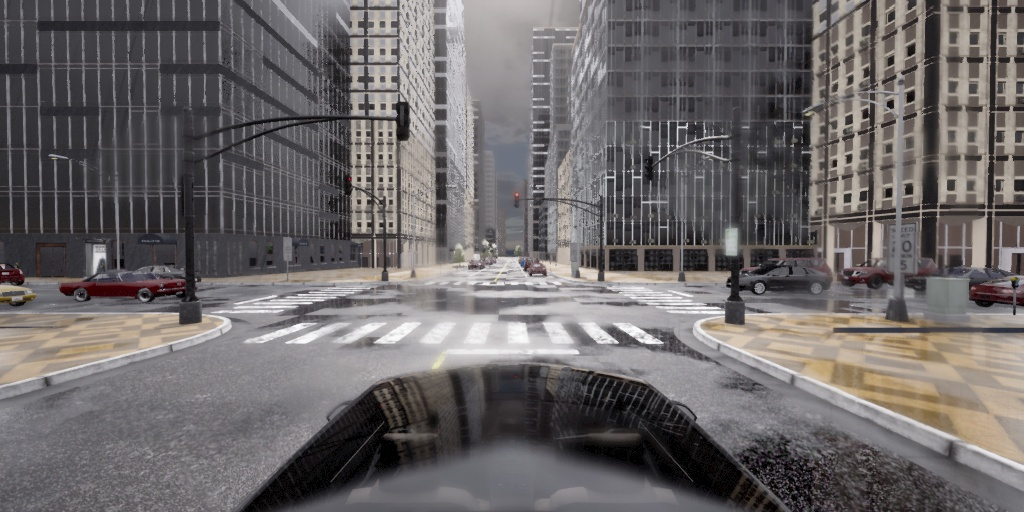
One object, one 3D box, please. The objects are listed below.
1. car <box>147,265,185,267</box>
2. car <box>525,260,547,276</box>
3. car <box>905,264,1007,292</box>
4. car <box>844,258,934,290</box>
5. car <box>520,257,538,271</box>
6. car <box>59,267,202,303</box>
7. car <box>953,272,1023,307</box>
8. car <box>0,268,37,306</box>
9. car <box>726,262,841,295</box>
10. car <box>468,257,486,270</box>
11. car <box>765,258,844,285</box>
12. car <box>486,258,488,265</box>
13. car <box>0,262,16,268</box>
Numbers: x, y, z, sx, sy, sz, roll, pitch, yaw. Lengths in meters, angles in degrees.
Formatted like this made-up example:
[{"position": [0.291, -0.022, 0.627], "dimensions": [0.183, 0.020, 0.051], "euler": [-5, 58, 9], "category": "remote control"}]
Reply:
[{"position": [-21.437, 1.204, 21.795], "dimensions": [4.403, 1.370, 2.007], "euler": [0, 0, 0], "category": "car"}, {"position": [2.554, 1.319, 36.000], "dimensions": [1.802, 1.307, 4.207], "euler": [0, 0, 0], "category": "car"}, {"position": [24.503, 1.305, 19.267], "dimensions": [5.357, 1.411, 2.033], "euler": [0, 1, 0], "category": "car"}, {"position": [22.905, 1.032, 21.868], "dimensions": [5.009, 1.841, 2.192], "euler": [0, 0, 0], "category": "car"}, {"position": [2.582, 1.046, 47.050], "dimensions": [2.192, 1.841, 5.009], "euler": [0, 0, 0], "category": "car"}, {"position": [-17.178, 1.344, 16.248], "dimensions": [4.718, 1.301, 1.895], "euler": [0, 1, 3], "category": "car"}, {"position": [20.188, 1.417, 13.725], "dimensions": [4.207, 1.307, 1.802], "euler": [0, 0, 0], "category": "car"}, {"position": [-21.253, 1.301, 13.657], "dimensions": [4.829, 1.417, 1.751], "euler": [0, 0, 0], "category": "car"}, {"position": [14.184, 1.250, 19.235], "dimensions": [4.892, 1.490, 1.837], "euler": [0, 1, 1], "category": "car"}, {"position": [-5.283, 1.168, 52.554], "dimensions": [1.967, 1.591, 4.097], "euler": [0, 0, 0], "category": "car"}, {"position": [16.574, 1.024, 21.858], "dimensions": [5.009, 1.841, 2.192], "euler": [0, 0, 0], "category": "car"}, {"position": [-5.280, 1.307, 58.079], "dimensions": [1.802, 1.307, 4.207], "euler": [0, 0, 0], "category": "car"}, {"position": [-32.552, 1.077, 21.706], "dimensions": [4.097, 1.591, 1.967], "euler": [0, 0, 0], "category": "car"}]
